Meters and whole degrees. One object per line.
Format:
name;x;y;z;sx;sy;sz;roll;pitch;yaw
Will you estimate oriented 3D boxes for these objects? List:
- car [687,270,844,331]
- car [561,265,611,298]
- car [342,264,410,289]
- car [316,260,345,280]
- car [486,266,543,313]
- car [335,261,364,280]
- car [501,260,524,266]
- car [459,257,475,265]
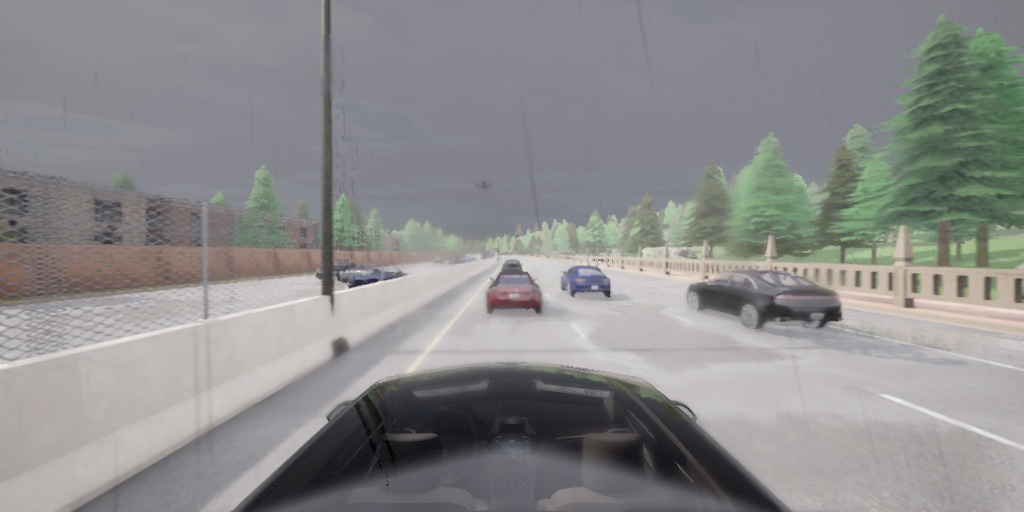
car;7.081;1.174;10.742;2.128;1.511;4.902;0;0;0
car;3.561;1.178;17.738;1.812;1.442;4.674;0;0;0
car;-7.126;1.269;19.673;1.895;1.301;4.718;0;0;0
car;-14.135;1.125;29.448;2.128;1.511;4.902;0;0;0
car;0.086;1.248;13.619;1.994;1.385;4.181;0;0;0
car;-10.634;1.242;26.140;1.895;1.301;4.718;0;0;0
car;0.047;1.080;33.355;1.837;1.490;4.892;0;0;0
car;-7.134;0.922;59.991;1.882;1.535;5.008;0;0;0
